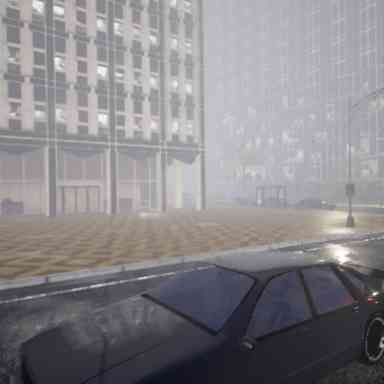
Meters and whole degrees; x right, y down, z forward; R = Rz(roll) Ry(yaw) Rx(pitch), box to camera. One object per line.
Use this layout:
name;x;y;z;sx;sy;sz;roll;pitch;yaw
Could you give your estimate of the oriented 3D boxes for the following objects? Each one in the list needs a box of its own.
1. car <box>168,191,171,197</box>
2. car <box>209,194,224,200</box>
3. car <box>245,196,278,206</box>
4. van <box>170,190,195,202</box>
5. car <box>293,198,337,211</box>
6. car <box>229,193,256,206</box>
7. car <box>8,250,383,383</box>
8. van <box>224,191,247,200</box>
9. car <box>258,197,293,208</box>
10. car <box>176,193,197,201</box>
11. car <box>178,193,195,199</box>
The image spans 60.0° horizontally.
car;-4.445;0.537;79.870;2.192;1.841;5.009;-1;1;-34
car;5.156;0.965;65.783;1.802;1.307;4.206;-1;1;-34
car;10.023;1.246;48.354;1.895;1.301;4.718;-1;1;-34
van;-1.770;0.875;61.063;1.690;1.788;3.998;-1;1;-34
car;14.124;1.362;37.508;1.947;1.339;4.313;-1;1;-34
car;7.786;1.257;46.946;1.947;1.339;4.313;-1;1;-34
car;0.778;1.541;4.237;5.357;1.411;2.033;0;0;-35
van;8.355;0.777;61.082;1.690;1.788;3.998;-1;1;-34
car;10.938;1.326;42.217;1.802;1.307;4.206;-1;1;-34
car;-1.208;0.994;65.005;1.812;1.442;4.674;-1;1;-34
car;-1.244;0.858;75.177;1.802;1.307;4.206;-1;1;-34
